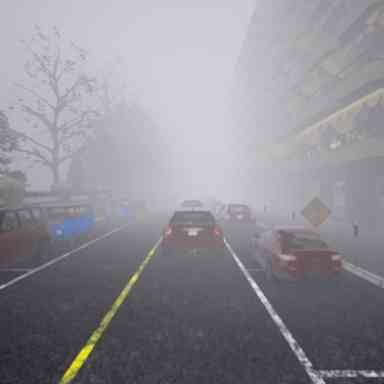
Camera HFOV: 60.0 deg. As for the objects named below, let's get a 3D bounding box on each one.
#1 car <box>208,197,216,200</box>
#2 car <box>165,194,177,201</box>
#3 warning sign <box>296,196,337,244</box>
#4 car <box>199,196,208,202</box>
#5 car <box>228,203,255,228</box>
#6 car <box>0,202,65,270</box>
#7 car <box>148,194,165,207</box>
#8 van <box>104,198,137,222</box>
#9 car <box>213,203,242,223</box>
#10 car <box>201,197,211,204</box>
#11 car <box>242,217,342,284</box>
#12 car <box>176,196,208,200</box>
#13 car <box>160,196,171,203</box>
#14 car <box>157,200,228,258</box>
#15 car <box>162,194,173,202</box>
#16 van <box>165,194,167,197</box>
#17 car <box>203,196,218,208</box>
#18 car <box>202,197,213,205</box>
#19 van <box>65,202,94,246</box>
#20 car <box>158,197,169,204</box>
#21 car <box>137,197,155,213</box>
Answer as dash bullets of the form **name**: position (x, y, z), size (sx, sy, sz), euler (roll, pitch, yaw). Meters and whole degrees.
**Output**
- **car**: position (2.698, 1.586, 37.461), size (1.947, 1.339, 4.313), euler (0, 0, 0)
- **car**: position (-3.049, 1.546, 57.456), size (1.837, 1.490, 4.892), euler (0, 0, 0)
- **warning sign**: position (5.071, 1.122, 13.632), size (1.300, 1.860, 1.060), euler (0, 0, 0)
- **car**: position (2.706, 1.638, 76.874), size (1.947, 1.339, 4.313), euler (0, 0, 0)
- **car**: position (2.695, 1.450, 20.570), size (1.967, 1.590, 4.097), euler (0, 0, 0)
- **car**: position (-5.688, 1.320, 9.310), size (2.192, 1.841, 5.009), euler (0, 0, 0)
- **car**: position (-5.679, 1.345, 48.723), size (2.192, 1.841, 5.009), euler (0, 0, 0)
- **van**: position (-5.685, 1.354, 26.202), size (1.690, 1.788, 3.998), euler (0, 0, 0)
- **car**: position (2.696, 1.595, 26.200), size (1.802, 1.307, 4.206), euler (0, 0, 0)
- **car**: position (2.704, 1.635, 65.612), size (1.802, 1.307, 4.206), euler (0, 0, 0)
- **car**: position (2.692, 1.586, 9.308), size (1.802, 1.307, 4.206), euler (0, 0, 0)
- **car**: position (0.050, 1.365, 27.895), size (2.097, 1.767, 4.553), euler (0, 0, 1)
- **car**: position (-5.675, 1.608, 71.244), size (1.887, 1.381, 4.507), euler (0, 0, 0)
- **car**: position (0.047, 1.358, 12.901), size (2.097, 1.767, 4.553), euler (0, 0, 1)
- **car**: position (-5.674, 1.387, 76.876), size (2.192, 1.841, 5.009), euler (0, 0, 0)
- **van**: position (-5.677, 1.386, 59.983), size (1.690, 1.788, 3.998), euler (0, 0, 0)
- **car**: position (2.700, 1.470, 48.721), size (1.967, 1.590, 4.097), euler (0, 0, 0)
- **car**: position (2.703, 1.570, 60.151), size (1.752, 1.417, 4.829), euler (0, 0, 0)
- **van**: position (-5.687, 1.348, 14.941), size (1.690, 1.788, 3.998), euler (0, 0, 0)
- **car**: position (-5.676, 1.636, 65.613), size (1.802, 1.307, 4.206), euler (0, 0, 0)
- **car**: position (-5.682, 1.586, 37.462), size (1.947, 1.339, 4.313), euler (0, 0, 0)
